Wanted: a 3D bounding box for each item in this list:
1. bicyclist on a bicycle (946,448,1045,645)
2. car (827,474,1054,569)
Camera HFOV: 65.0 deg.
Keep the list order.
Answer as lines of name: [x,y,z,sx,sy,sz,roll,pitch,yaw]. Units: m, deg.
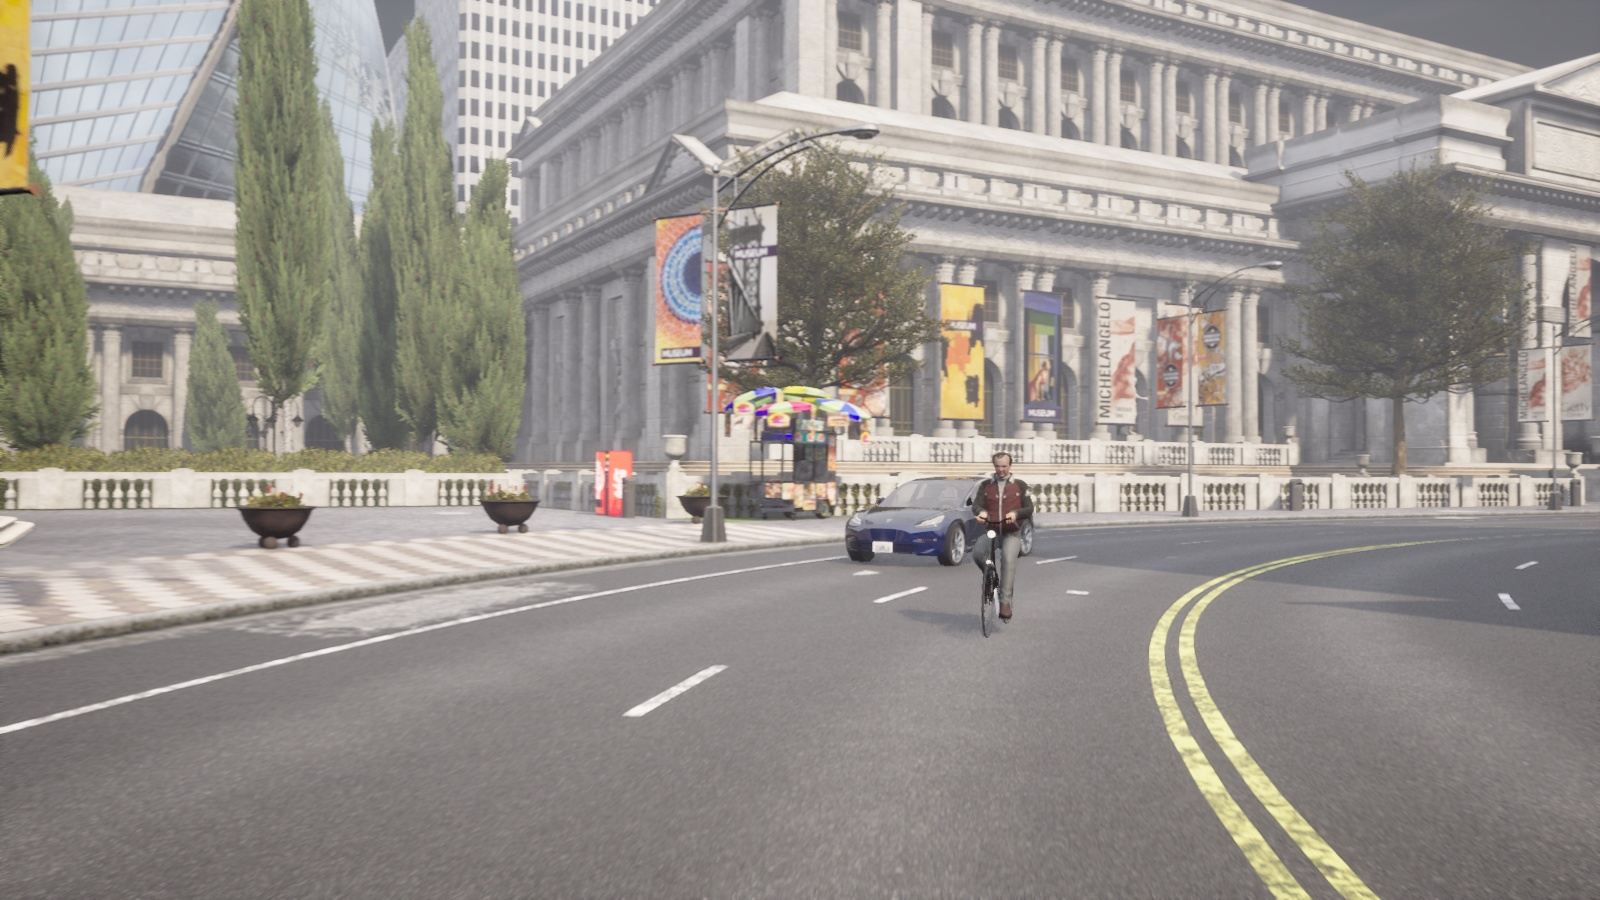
bicyclist on a bicycle: [1.948,0.886,12.325,0.659,1.776,1.843,0,-1,18]
car: [2.647,1.184,22.519,2.163,1.488,4.792,-1,-1,32]
